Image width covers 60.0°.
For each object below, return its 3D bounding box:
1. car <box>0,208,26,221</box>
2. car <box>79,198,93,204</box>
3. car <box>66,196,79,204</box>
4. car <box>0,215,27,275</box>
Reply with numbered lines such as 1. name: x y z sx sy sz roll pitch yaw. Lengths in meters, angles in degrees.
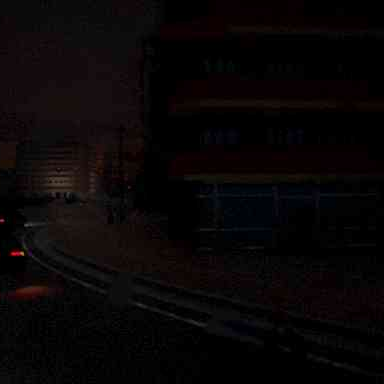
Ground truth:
1. car: -12.281 1.766 21.622 2.033 1.411 5.357 0 0 -16
2. car: -25.465 2.181 81.162 1.812 1.442 4.674 0 0 -5
3. car: -28.950 1.908 80.816 2.150 2.045 5.566 0 0 -5
4. car: -6.395 1.654 10.062 2.033 1.411 5.357 0 0 -37
